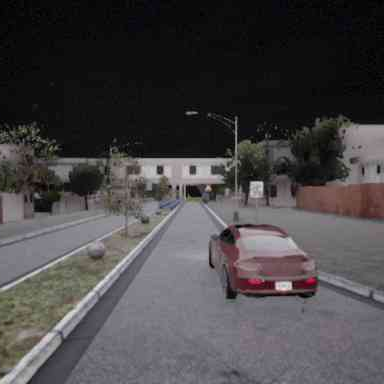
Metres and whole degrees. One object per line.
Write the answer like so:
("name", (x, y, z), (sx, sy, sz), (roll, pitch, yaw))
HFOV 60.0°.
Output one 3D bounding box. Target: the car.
("car", (1.508, 1.511, 8.278), (1.812, 1.442, 4.674), (0, 0, -4))
